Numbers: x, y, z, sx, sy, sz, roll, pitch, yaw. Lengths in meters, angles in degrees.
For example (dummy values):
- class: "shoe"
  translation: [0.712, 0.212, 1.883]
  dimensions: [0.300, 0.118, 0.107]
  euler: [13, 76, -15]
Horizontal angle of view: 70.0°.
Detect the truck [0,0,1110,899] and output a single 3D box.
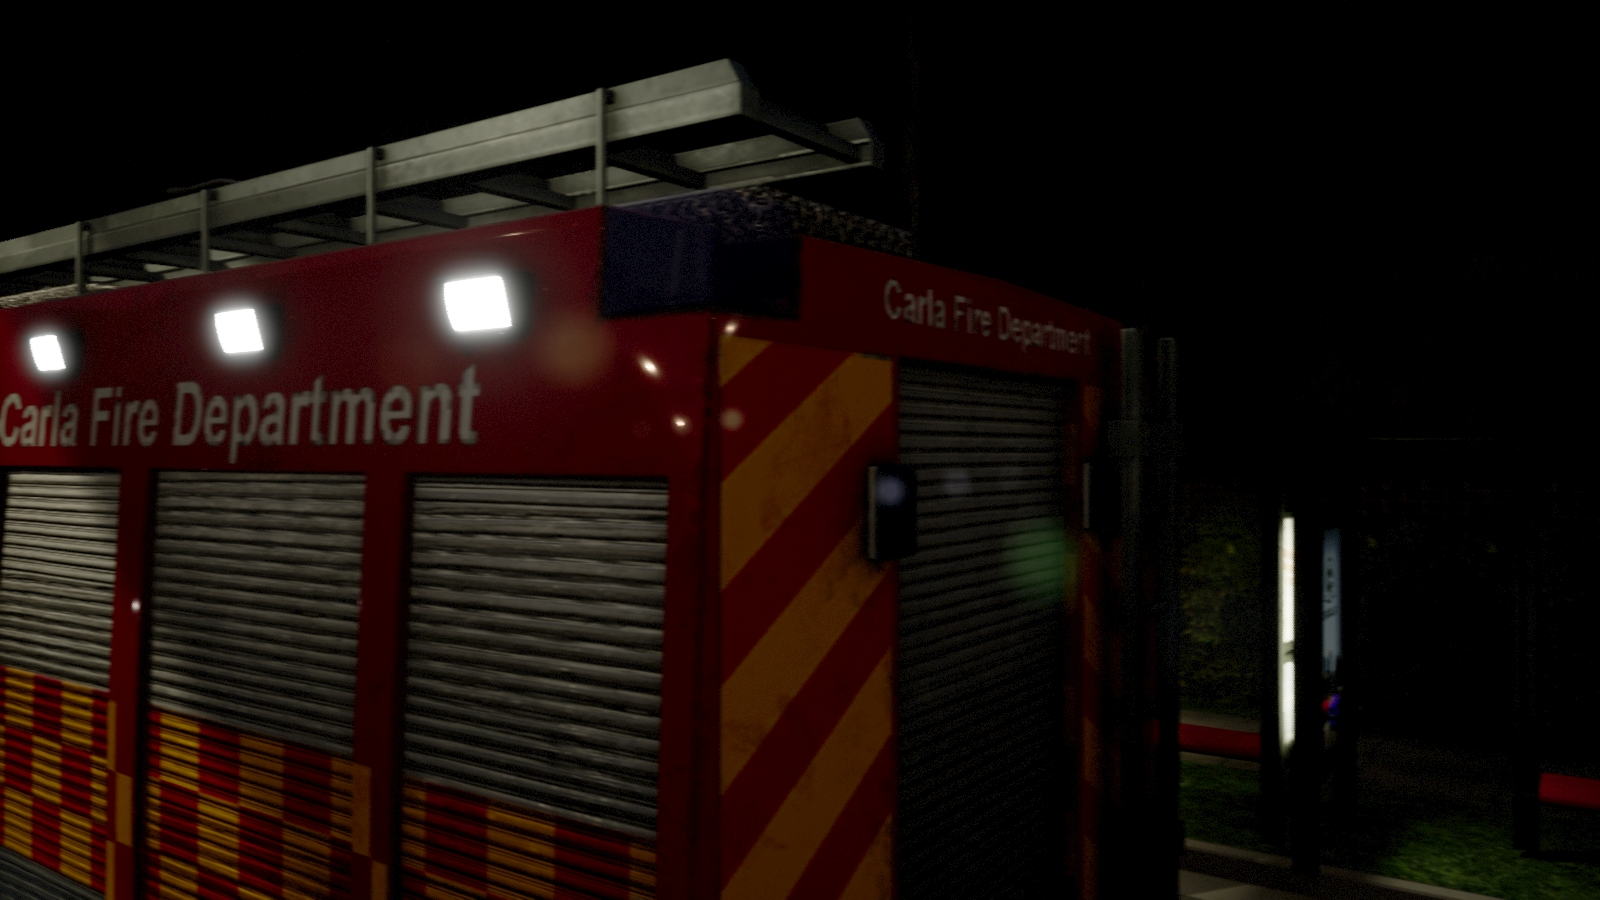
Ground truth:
- class: "truck"
  translation: [-3.105, 0.908, 5.642]
  dimensions: [8.468, 3.827, 2.891]
  euler: [0, 0, 35]
